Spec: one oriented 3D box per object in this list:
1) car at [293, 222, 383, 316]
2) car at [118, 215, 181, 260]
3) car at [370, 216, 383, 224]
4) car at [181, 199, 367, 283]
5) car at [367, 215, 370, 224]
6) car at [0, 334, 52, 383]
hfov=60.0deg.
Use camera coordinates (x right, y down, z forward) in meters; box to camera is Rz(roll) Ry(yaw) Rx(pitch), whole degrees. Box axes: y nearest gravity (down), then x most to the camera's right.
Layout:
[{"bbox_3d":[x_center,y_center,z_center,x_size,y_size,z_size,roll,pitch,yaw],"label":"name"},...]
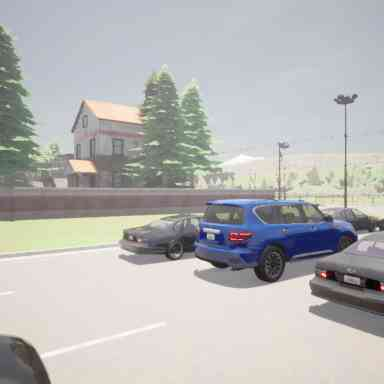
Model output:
[{"bbox_3d":[4.765,1.547,7.152,5.357,1.411,2.033,0,0,-36],"label":"car"},{"bbox_3d":[0.039,1.547,12.377,5.357,1.411,2.033,0,0,-35],"label":"car"},{"bbox_3d":[10.671,1.505,15.665,4.892,1.490,1.837,0,0,-35],"label":"car"},{"bbox_3d":[2.660,1.221,9.952,5.566,2.045,2.150,0,0,-35],"label":"car"},{"bbox_3d":[8.233,1.547,18.224,5.357,1.411,2.033,0,0,-36],"label":"car"},{"bbox_3d":[-2.914,1.564,1.797,4.181,1.385,1.994,0,0,-34],"label":"car"}]
